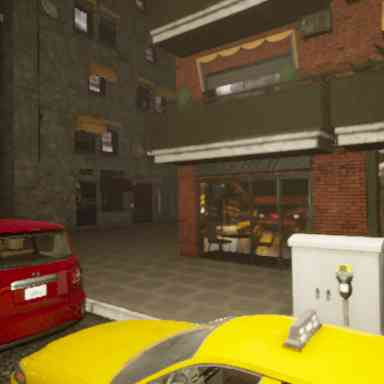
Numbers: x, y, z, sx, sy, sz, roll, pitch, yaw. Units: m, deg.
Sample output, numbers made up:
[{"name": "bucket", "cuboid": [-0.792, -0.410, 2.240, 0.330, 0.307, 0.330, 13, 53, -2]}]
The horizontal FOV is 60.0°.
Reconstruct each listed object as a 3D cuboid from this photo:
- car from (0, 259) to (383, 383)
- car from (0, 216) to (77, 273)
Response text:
[{"name": "car", "cuboid": [0.521, 1.527, 2.367, 4.829, 1.417, 1.752, 0, -1, 35]}, {"name": "car", "cuboid": [-3.873, 1.328, 5.499, 5.009, 1.841, 2.192, 0, -1, 35]}]
